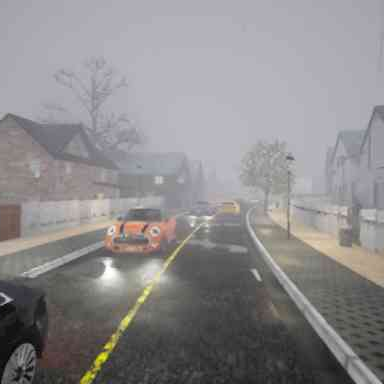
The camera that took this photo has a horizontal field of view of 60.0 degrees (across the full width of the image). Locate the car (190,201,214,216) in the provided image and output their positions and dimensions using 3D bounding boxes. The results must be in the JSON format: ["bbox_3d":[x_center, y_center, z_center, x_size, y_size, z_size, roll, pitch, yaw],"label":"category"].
[{"bbox_3d":[1.098,1.651,34.963,1.812,1.442,4.674,1,0,11],"label":"car"}]

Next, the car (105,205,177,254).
[{"bbox_3d":[-1.901,1.392,13.749,2.097,1.767,4.553,1,0,6],"label":"car"}]

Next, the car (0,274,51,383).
[{"bbox_3d":[-2.777,1.468,2.130,2.128,1.511,4.902,1,0,5],"label":"car"}]

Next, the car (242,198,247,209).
[{"bbox_3d":[6.747,1.618,47.638,2.128,1.511,4.902,1,0,14],"label":"car"}]

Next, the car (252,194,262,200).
[{"bbox_3d":[16.912,1.339,86.796,2.128,1.511,4.902,1,1,23],"label":"car"}]

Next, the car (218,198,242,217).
[{"bbox_3d":[3.828,1.634,34.036,1.882,1.535,5.008,1,0,11],"label":"car"}]
